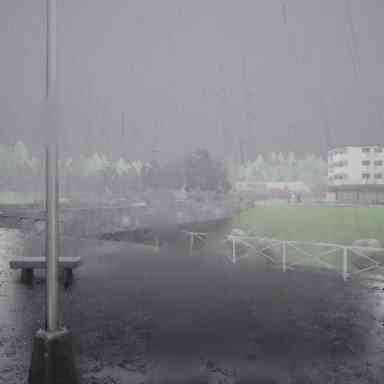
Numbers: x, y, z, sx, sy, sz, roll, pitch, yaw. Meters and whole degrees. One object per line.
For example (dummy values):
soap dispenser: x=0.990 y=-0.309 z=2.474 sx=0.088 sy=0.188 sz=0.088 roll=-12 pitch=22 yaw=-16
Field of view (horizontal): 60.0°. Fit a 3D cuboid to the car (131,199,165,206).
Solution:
car: x=-5.475 y=1.601 z=42.618 sx=1.895 sy=1.301 sz=4.718 roll=0 pitch=0 yaw=35
